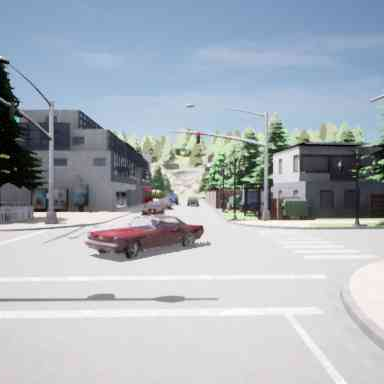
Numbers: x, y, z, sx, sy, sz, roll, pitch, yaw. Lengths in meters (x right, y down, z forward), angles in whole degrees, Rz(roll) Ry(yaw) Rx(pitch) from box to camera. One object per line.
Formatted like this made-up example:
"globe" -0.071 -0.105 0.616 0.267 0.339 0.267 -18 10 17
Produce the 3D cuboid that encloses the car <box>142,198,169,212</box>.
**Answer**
"car" -3.558 1.553 31.756 1.994 1.385 4.181 0 0 0

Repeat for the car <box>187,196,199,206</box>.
"car" 0.165 1.528 54.516 2.033 1.411 5.357 0 0 0

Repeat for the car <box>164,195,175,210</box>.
"car" -3.541 1.511 42.351 1.812 1.442 4.674 0 0 0

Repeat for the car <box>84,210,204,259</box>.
"car" -1.663 1.594 12.793 1.895 1.301 4.718 0 0 39

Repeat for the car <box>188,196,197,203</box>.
"car" 0.158 1.577 70.028 1.895 1.301 4.718 0 0 0

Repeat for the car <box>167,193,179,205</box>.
"car" -3.490 1.202 57.733 2.150 2.045 5.566 0 0 1
